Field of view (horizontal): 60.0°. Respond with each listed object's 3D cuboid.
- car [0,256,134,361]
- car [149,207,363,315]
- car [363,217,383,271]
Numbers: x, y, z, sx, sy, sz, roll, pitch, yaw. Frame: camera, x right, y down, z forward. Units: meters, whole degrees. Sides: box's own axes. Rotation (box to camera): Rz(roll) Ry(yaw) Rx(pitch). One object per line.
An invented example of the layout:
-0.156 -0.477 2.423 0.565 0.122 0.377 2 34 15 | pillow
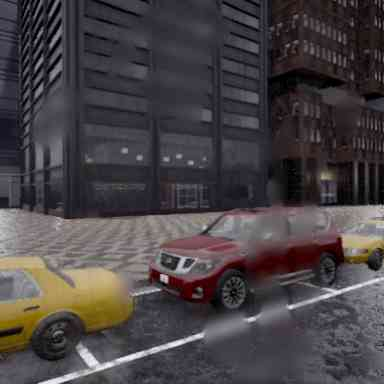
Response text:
-3.203 1.526 4.367 4.829 1.417 1.752 0 0 -35 | car
1.527 1.310 7.741 5.009 1.841 2.192 0 0 -35 | car
5.982 1.515 10.917 4.829 1.417 1.752 0 0 -35 | car
